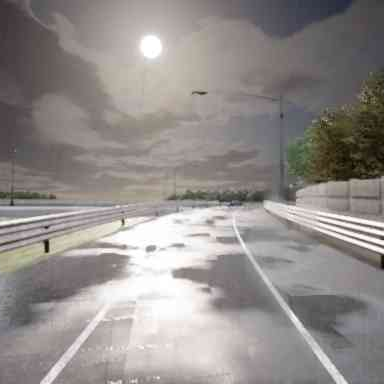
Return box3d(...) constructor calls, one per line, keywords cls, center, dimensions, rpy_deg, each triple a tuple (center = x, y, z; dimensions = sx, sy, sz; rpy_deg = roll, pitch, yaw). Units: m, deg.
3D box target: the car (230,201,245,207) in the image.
box3d(cls="car", center=(12.372, 3.093, 89.800), dimensions=(2.097, 1.767, 4.553), rpy_deg=(-2, -3, 44))
